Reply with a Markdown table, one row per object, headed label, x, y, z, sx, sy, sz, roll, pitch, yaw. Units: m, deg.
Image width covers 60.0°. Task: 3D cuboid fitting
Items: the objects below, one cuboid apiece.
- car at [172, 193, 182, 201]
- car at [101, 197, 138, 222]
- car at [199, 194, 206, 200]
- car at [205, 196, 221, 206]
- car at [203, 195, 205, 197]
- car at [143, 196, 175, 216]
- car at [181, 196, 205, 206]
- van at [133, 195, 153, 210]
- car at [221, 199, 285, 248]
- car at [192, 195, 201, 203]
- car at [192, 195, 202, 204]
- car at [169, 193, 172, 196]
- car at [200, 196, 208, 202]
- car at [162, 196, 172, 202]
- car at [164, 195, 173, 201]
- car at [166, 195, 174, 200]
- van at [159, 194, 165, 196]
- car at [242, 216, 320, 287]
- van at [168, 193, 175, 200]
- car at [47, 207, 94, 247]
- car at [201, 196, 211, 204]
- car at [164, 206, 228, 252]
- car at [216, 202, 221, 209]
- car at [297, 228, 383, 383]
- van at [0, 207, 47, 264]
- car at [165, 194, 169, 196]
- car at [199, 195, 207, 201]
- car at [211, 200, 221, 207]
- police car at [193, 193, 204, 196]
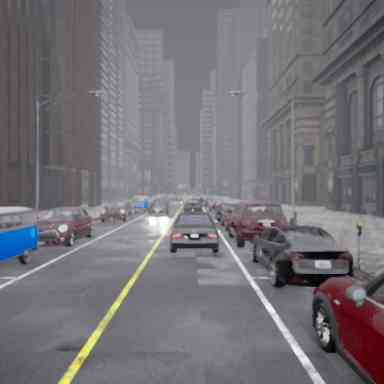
| label | x | y | z | sx | sy | sz | roll | pitch | yaw |
| --- | --- | --- | --- | --- | --- | --- | --- | --- | --- |
| car | -3.009 | 1.421 | 73.713 | 1.994 | 1.385 | 4.181 | 0 | 0 | 0 |
| car | -5.769 | 1.416 | 25.990 | 1.967 | 1.590 | 4.097 | 0 | 0 | 0 |
| car | 2.748 | 1.384 | 87.999 | 1.967 | 1.590 | 4.097 | 0 | 0 | 0 |
| car | 2.755 | 1.407 | 37.271 | 1.967 | 1.590 | 4.097 | 0 | 0 | 0 |
| car | 2.754 | 1.525 | 48.544 | 1.947 | 1.339 | 4.313 | 0 | 0 | 0 |
| car | -3.102 | 1.462 | 32.402 | 2.128 | 1.511 | 4.902 | 0 | 0 | 0 |
| car | 0.093 | 1.474 | 33.777 | 1.837 | 1.490 | 4.892 | 0 | 0 | 0 |
| van | -5.771 | 1.308 | 37.263 | 1.690 | 1.788 | 3.998 | 0 | 0 | 0 |
| car | 2.757 | 1.302 | 14.727 | 2.192 | 1.841 | 5.009 | 0 | 0 | 0 |
| car | 0.892 | 1.427 | 70.151 | 1.882 | 1.535 | 5.008 | 0 | 0 | 0 |
| car | 0.892 | 1.407 | 64.341 | 1.801 | 1.575 | 5.366 | 0 | 0 | 0 |
| car | -5.774 | 1.266 | 65.446 | 2.192 | 1.841 | 5.009 | 0 | 0 | 0 |
| car | 2.751 | 1.528 | 76.726 | 1.802 | 1.307 | 4.206 | 0 | 0 | 0 |
| car | -5.775 | 1.512 | 76.719 | 1.947 | 1.339 | 4.313 | 0 | 0 | 0 |
| car | -5.775 | 1.496 | 82.356 | 2.008 | 1.369 | 4.403 | 0 | 0 | 0 |
| car | -5.776 | 1.526 | 87.993 | 1.802 | 1.307 | 4.206 | 0 | 0 | 0 |
| van | -5.773 | 1.297 | 54.173 | 1.690 | 1.788 | 3.998 | 0 | 0 | 0 |
| car | 2.758 | 1.558 | 9.090 | 1.947 | 1.339 | 4.313 | 0 | 0 | 0 |
| van | -5.778 | 1.285 | 93.630 | 1.690 | 1.788 | 3.998 | 0 | 0 | 0 |
| car | -5.768 | 1.427 | 14.717 | 1.967 | 1.590 | 4.097 | 0 | 0 | 0 |
| car | 2.752 | 1.533 | 65.453 | 1.802 | 1.307 | 4.206 | 0 | 0 | 0 |
| car | 0.093 | 1.535 | 13.779 | 2.033 | 1.411 | 5.357 | 0 | 0 | 0 |
| car | 2.757 | 1.526 | 20.363 | 1.887 | 1.381 | 4.507 | 0 | 0 | 0 |
| car | 2.759 | 1.437 | 3.453 | 1.967 | 1.590 | 4.097 | 0 | 0 | 0 |
| van | -5.767 | 1.333 | 9.080 | 1.690 | 1.788 | 3.998 | 0 | 0 | 0 |
| car | -5.773 | 1.394 | 59.809 | 1.967 | 1.590 | 4.097 | 0 | 0 | 0 |
| car | 2.750 | 1.527 | 82.363 | 1.802 | 1.307 | 4.206 | 0 | 0 | 0 |
| car | 2.757 | 1.542 | 25.999 | 1.947 | 1.339 | 4.313 | 0 | 0 | 0 |
| police car | 0.893 | 1.381 | 54.261 | 1.930 | 1.638 | 5.238 | 0 | 0 | 0 |
